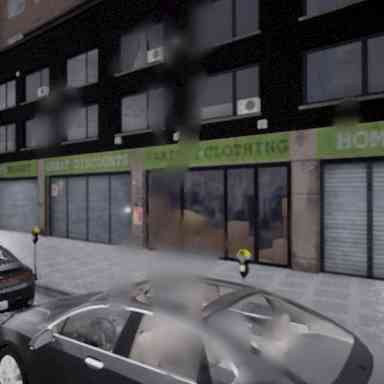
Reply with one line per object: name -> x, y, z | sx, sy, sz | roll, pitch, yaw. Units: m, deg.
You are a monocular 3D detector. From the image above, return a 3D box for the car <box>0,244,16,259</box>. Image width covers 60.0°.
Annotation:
car -> -4.802, 1.573, 6.504 | 4.403, 1.369, 2.008 | 0, 0, 35

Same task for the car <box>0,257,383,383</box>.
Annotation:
car -> -0.304, 1.557, 3.298 | 4.403, 1.369, 2.008 | 0, 0, 35
